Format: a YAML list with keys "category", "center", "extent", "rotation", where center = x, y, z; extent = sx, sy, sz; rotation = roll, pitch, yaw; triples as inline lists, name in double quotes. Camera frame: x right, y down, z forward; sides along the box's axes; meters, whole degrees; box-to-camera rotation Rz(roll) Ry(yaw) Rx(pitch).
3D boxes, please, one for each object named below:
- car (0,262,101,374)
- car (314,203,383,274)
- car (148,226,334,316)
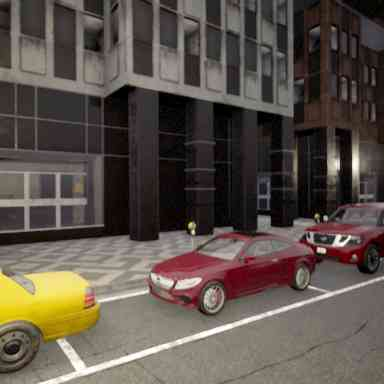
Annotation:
- category: "car"
  center: [-3.641, 1.526, 4.056]
  extent: [4.829, 1.417, 1.752]
  rotation: [0, 0, -35]
- category: "car"
  center: [5.625, 1.294, 10.652]
  extent: [5.009, 1.841, 2.192]
  rotation: [0, 0, -35]
- category: "car"
  center: [1.061, 1.572, 7.403]
  extent: [4.206, 1.307, 1.802]
  rotation: [0, 0, -35]
